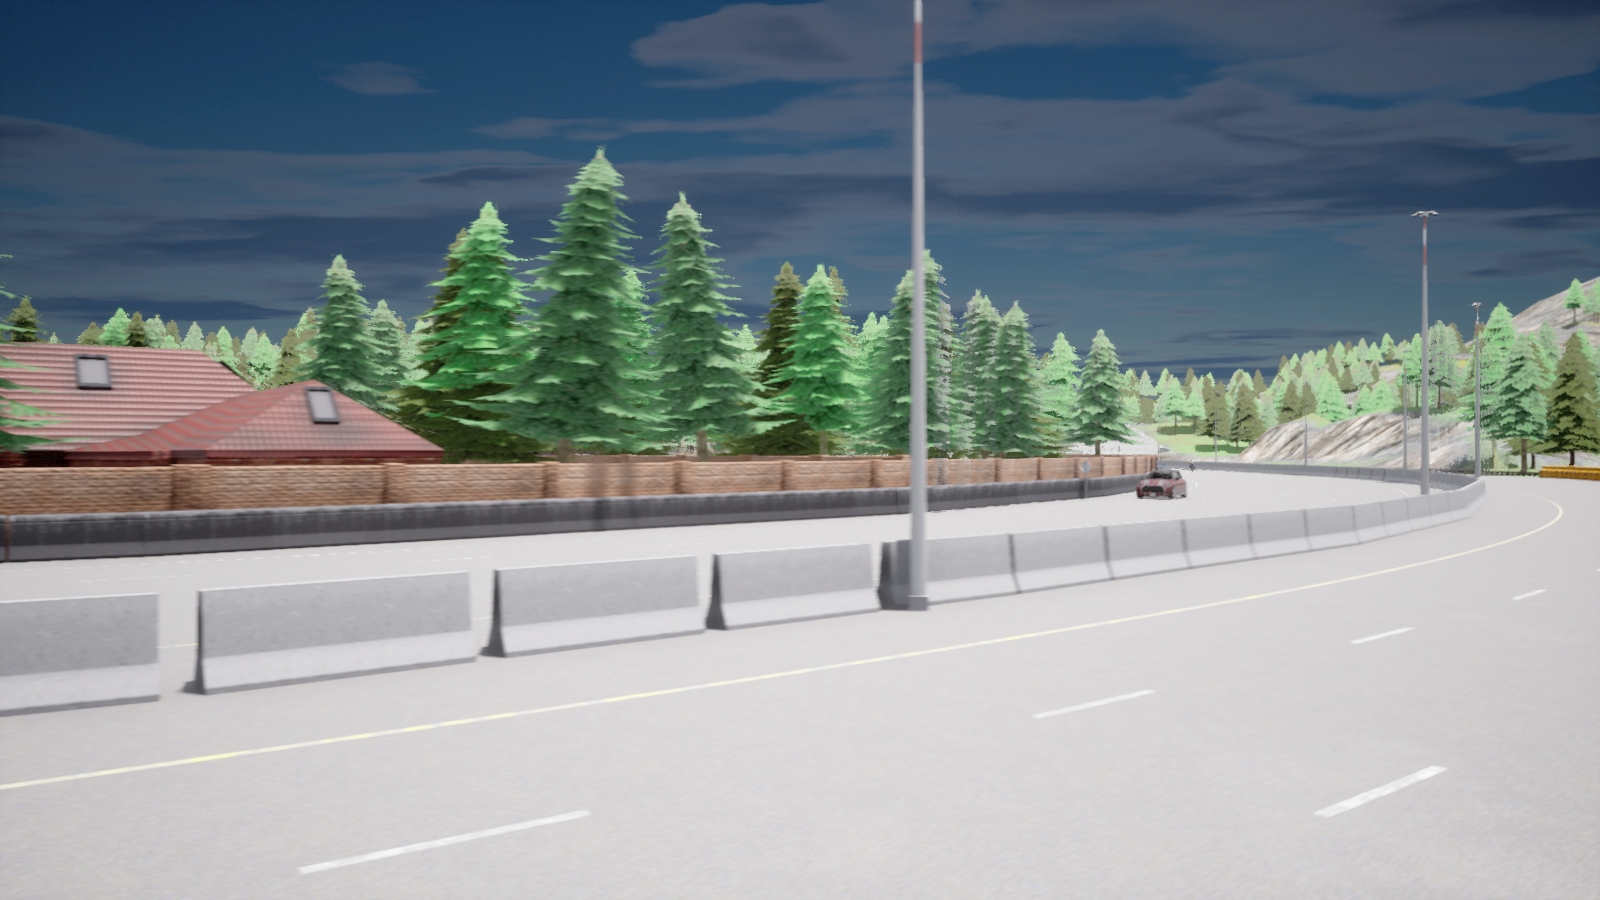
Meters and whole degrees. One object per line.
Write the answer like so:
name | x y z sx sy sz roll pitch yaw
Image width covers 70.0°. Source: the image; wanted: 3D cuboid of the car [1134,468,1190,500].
car | 21.323 1.967 67.158 2.097 1.767 4.553 0 0 32
